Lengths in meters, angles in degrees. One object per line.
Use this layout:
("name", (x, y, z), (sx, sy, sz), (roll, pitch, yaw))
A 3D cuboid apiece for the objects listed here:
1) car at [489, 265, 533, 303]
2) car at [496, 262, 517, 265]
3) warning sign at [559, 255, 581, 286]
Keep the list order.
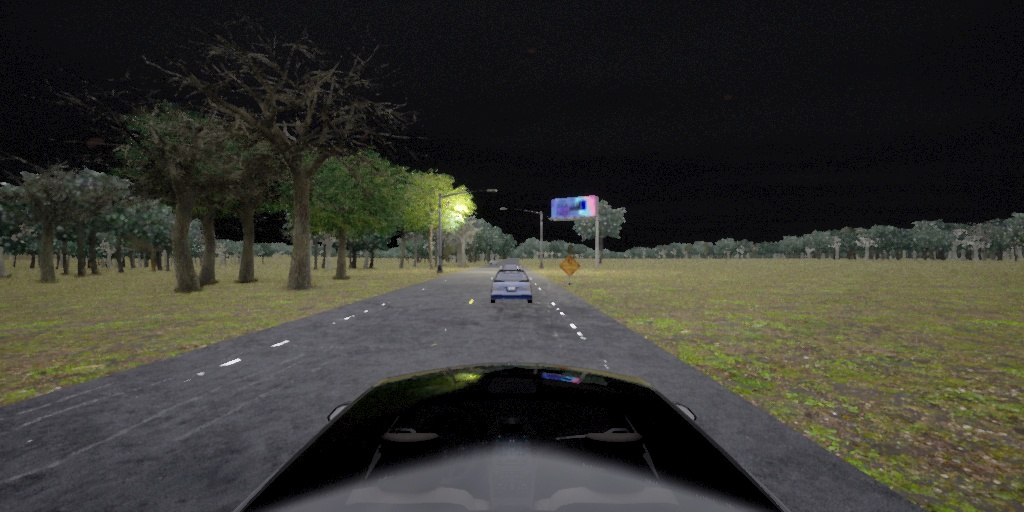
("car", (-0.030, 1.315, 16.543), (2.033, 1.411, 5.357), (0, 0, 0))
("car", (-0.122, 1.338, 31.552), (1.994, 1.385, 4.181), (0, 0, 0))
("warning sign", (3.495, 0.867, 21.687), (1.300, 1.860, 1.060), (0, 0, 0))
